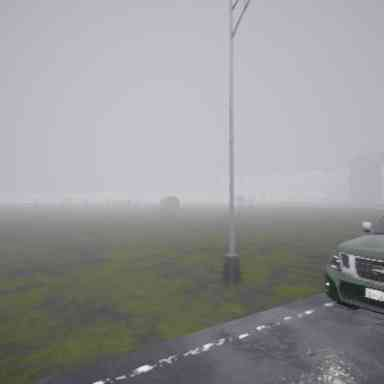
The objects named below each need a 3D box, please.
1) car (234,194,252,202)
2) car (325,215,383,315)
[{"bbox_3d":[10.605,1.290,70.901,2.097,1.767,4.553,1,-1,-36],"label":"car"},{"bbox_3d":[5.034,1.201,6.667,5.566,2.045,2.150,0,0,-36],"label":"car"}]
